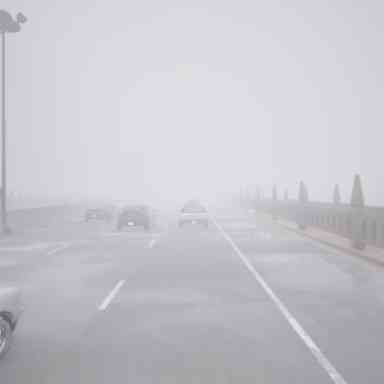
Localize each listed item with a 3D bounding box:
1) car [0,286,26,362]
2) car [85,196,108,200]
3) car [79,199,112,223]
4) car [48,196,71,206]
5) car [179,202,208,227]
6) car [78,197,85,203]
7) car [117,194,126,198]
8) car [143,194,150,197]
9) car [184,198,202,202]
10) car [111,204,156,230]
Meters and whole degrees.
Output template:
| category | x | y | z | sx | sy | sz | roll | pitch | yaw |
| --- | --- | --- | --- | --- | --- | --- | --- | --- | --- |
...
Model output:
| category | x | y | z | sx | sy | sz | roll | pitch | yaw |
| --- | --- | --- | --- | --- | --- | --- | --- | --- | --- |
| car | -3.400 | 1.601 | 2.817 | 1.895 | 1.301 | 4.718 | 0 | 0 | 0 |
| car | -13.975 | 1.355 | 50.178 | 2.097 | 1.767 | 4.553 | 0 | 0 | 1 |
| car | -6.901 | 1.527 | 25.818 | 1.812 | 1.442 | 4.674 | 0 | 0 | 0 |
| car | -20.918 | 1.355 | 52.759 | 2.097 | 1.767 | 4.553 | 0 | 0 | 2 |
| car | 0.098 | 1.602 | 22.993 | 1.895 | 1.301 | 4.718 | 0 | 0 | 0 |
| car | -17.373 | 1.507 | 55.209 | 1.837 | 1.490 | 4.892 | 0 | 0 | 2 |
| car | -19.739 | 1.261 | 93.422 | 1.837 | 1.490 | 4.892 | 0 | 0 | 2 |
| car | -12.794 | 1.316 | 91.398 | 1.837 | 1.490 | 4.892 | 0 | 0 | 2 |
| car | 0.107 | 1.507 | 41.517 | 1.837 | 1.490 | 4.892 | 0 | 0 | 0 |
| car | -3.401 | 1.506 | 20.859 | 1.837 | 1.490 | 4.892 | 0 | 0 | 0 |
